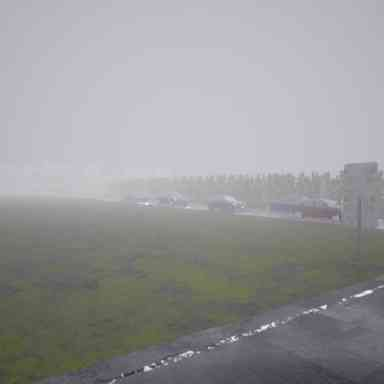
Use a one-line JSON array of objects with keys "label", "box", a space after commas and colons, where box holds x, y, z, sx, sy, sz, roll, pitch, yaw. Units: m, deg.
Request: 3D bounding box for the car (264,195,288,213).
[{"label": "car", "box": [8.661, 1.043, 29.937, 2.097, 1.767, 4.553, 1, 1, -36]}]

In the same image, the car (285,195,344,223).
[{"label": "car", "box": [9.402, 1.240, 23.637, 1.882, 1.535, 5.008, 1, 0, -33]}]

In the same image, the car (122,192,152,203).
[{"label": "car", "box": [-8.374, 0.772, 48.634, 2.033, 1.411, 5.357, 1, 1, -35]}]

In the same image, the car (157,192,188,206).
[{"label": "car", "box": [-2.400, 0.755, 40.277, 2.097, 1.767, 4.553, 1, 1, -36]}]

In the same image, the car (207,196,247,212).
[{"label": "car", "box": [3.291, 1.100, 32.356, 1.812, 1.442, 4.674, 1, 1, -36]}]
